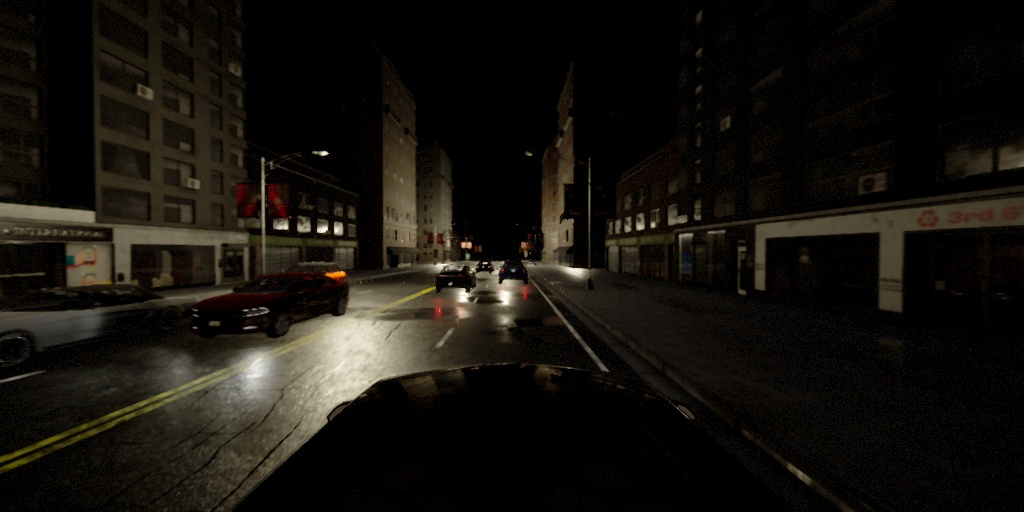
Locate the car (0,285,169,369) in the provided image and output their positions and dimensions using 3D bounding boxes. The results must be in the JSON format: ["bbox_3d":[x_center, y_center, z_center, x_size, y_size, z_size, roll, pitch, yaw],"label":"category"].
[{"bbox_3d":[-9.816,1.351,7.937,1.895,1.301,4.718,0,0,0],"label":"car"}]

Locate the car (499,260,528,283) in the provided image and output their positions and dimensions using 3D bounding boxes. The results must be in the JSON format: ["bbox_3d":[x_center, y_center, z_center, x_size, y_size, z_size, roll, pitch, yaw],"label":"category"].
[{"bbox_3d":[0.093,1.088,27.635,2.097,1.767,4.553,0,0,0],"label":"car"}]

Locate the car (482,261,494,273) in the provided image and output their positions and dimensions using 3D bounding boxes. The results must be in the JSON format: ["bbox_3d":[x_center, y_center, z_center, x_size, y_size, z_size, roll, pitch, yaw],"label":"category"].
[{"bbox_3d":[-3.156,1.259,42.121,2.033,1.411,5.357,0,0,0],"label":"car"}]

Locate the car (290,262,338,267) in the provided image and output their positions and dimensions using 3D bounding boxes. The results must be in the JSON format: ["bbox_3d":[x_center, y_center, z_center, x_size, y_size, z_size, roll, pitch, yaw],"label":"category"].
[{"bbox_3d":[-9.753,1.097,17.147,2.097,1.767,4.553,0,0,0],"label":"car"}]

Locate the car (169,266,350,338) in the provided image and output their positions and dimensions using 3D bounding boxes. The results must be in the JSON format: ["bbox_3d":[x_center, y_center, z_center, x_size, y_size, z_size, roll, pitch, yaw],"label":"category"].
[{"bbox_3d":[-6.564,1.227,10.418,1.882,1.535,5.008,0,0,0],"label":"car"}]

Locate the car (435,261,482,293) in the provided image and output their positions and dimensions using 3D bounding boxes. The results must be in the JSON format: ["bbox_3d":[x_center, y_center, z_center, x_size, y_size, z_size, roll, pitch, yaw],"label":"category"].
[{"bbox_3d":[-3.162,1.236,20.846,2.128,1.511,4.902,0,0,0],"label":"car"}]
